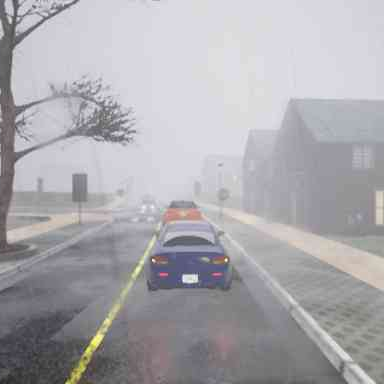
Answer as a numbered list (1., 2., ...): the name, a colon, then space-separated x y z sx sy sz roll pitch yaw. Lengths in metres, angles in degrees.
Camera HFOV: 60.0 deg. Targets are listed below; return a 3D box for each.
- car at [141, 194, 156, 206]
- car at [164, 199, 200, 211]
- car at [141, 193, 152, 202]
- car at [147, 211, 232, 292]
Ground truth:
1. car: -6.258 1.195 47.714 1.994 1.385 4.181 0 0 -8
2. car: -0.576 1.201 19.707 2.097 1.767 4.553 0 0 -3
3. car: -8.711 1.032 63.269 1.812 1.442 4.674 0 0 -10
4. car: -0.087 1.460 8.607 1.812 1.442 4.674 0 0 -1
